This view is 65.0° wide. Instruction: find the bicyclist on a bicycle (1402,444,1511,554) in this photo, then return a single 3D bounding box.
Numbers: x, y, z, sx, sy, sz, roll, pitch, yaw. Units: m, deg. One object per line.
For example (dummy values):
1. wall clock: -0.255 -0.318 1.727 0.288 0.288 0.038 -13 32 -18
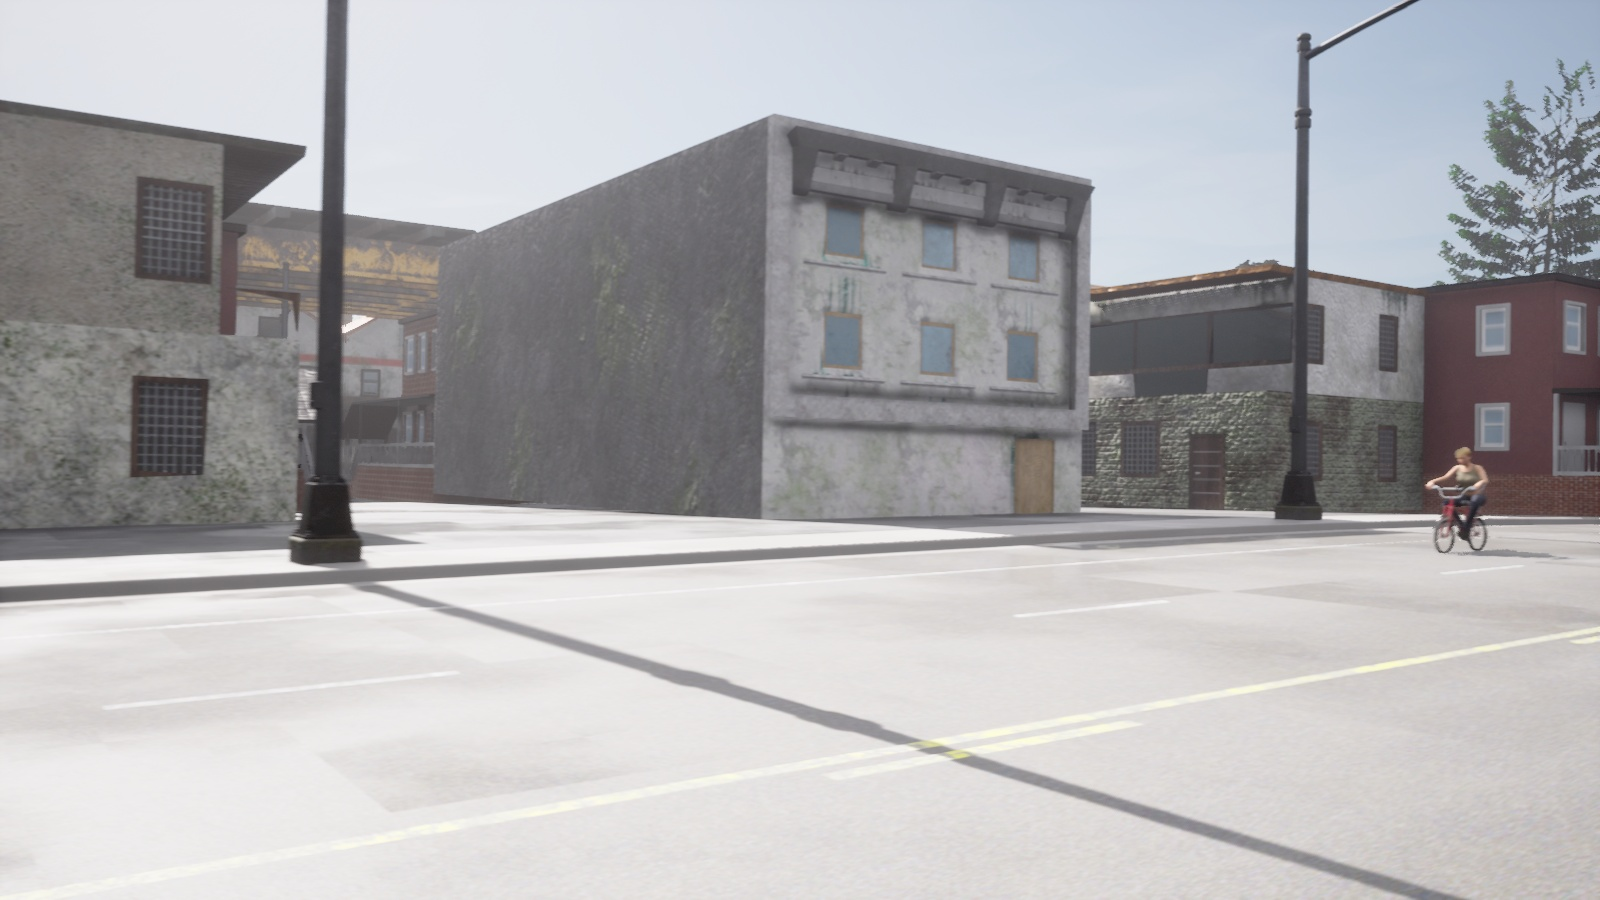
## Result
1. bicyclist on a bicycle: 9.998 0.720 19.131 1.509 1.612 0.866 0 0 -35
